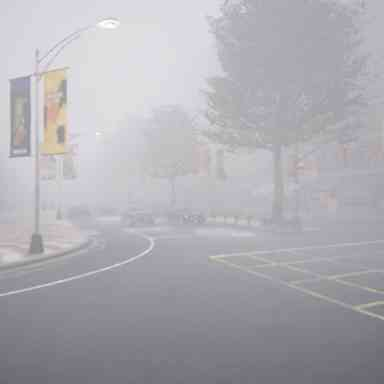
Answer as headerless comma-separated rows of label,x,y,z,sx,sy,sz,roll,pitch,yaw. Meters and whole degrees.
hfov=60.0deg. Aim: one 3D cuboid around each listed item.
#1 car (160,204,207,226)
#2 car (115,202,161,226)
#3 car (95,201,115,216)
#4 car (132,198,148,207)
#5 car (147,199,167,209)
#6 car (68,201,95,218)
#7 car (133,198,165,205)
car,-0.633,1.857,26.366,1.895,1.301,4.718,0,-1,-25
car,-4.335,1.764,26.025,1.837,1.490,4.892,0,-1,-25
car,-9.969,1.986,38.147,1.895,1.301,4.718,0,-1,-25
car,-10.482,2.015,66.759,2.097,1.767,4.553,0,-1,-25
car,-6.101,2.067,57.336,1.837,1.490,4.892,0,-1,-25
car,-11.557,1.944,34.088,1.895,1.301,4.718,0,-1,-25
car,-4.696,1.699,35.109,2.097,1.767,4.553,0,-1,-25
